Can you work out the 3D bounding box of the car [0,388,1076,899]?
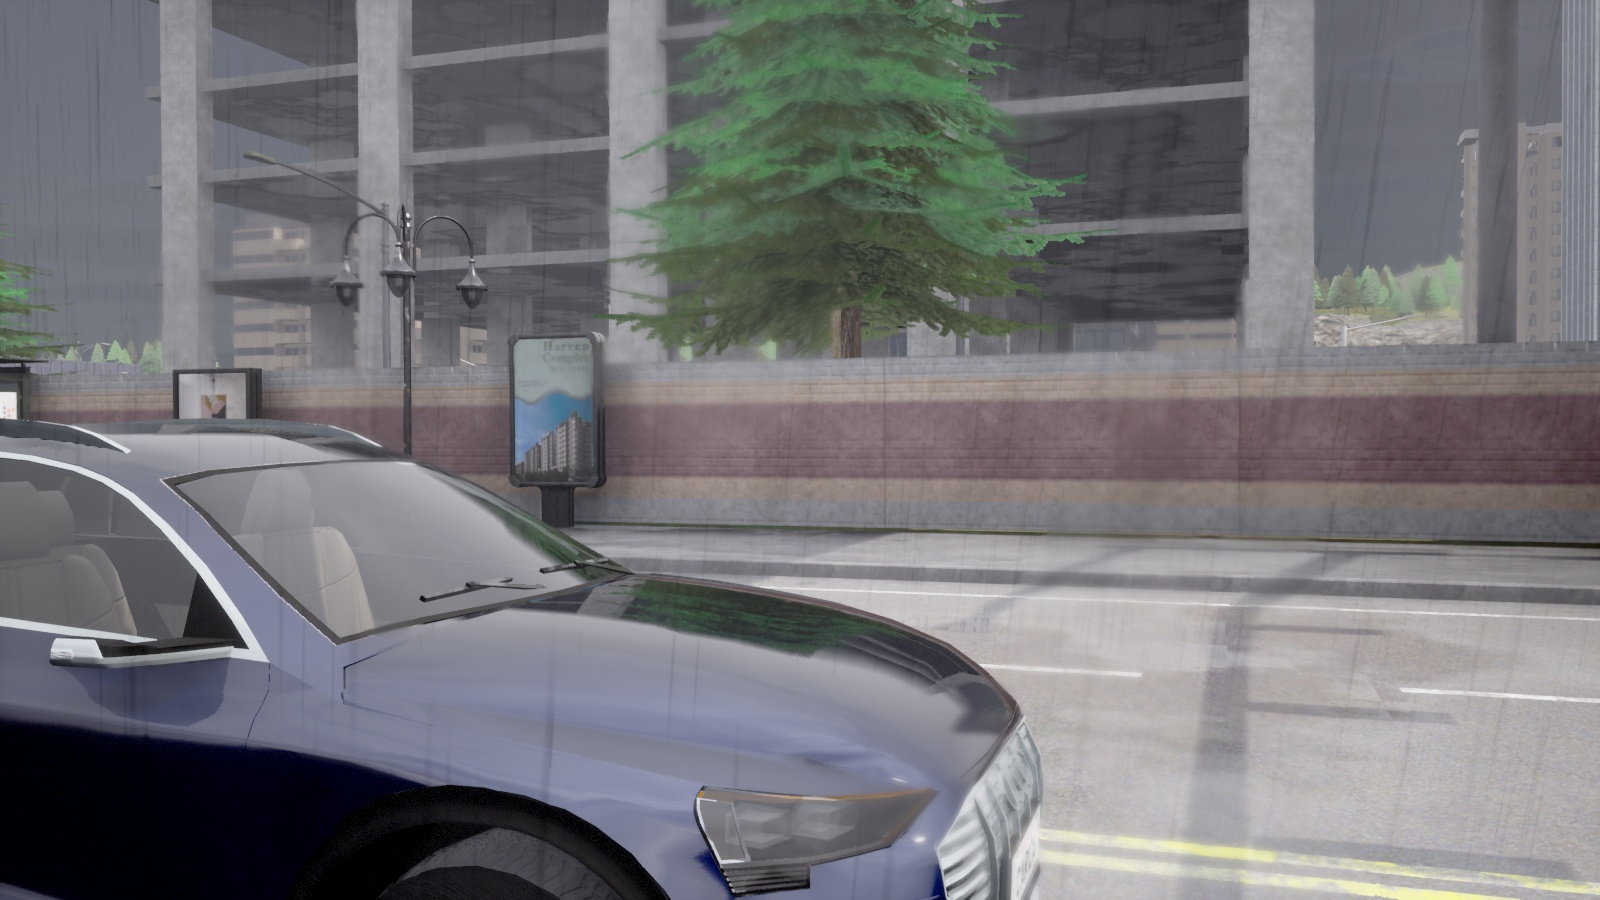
[{"bbox_3d":[-1.758,0.689,3.783,4.856,1.649,2.033,1,1,19],"label":"car"}]
